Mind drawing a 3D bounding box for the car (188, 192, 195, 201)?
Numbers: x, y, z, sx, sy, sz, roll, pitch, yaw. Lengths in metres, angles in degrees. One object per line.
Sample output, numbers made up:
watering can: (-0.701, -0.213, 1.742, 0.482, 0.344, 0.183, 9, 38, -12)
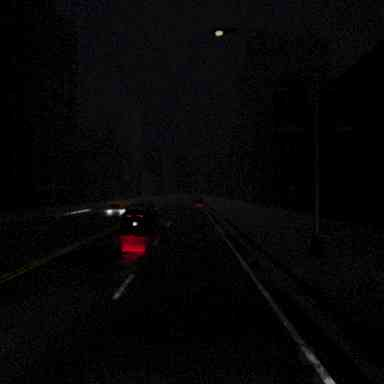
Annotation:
car: (-0.004, 1.423, 80.758, 2.033, 1.411, 5.357, 0, 0, 0)

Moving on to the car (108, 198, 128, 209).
car: (-9.840, 1.485, 44.782, 1.882, 1.535, 5.008, 0, 0, 0)

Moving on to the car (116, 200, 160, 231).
car: (-3.153, 1.506, 20.792, 1.837, 1.490, 4.892, 0, 0, 0)

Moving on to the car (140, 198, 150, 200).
car: (-6.586, 1.573, 46.322, 1.994, 1.385, 4.181, 0, 0, 0)

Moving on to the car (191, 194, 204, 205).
car: (1.135, 1.521, 61.027, 1.837, 1.490, 4.892, 0, 0, 0)
